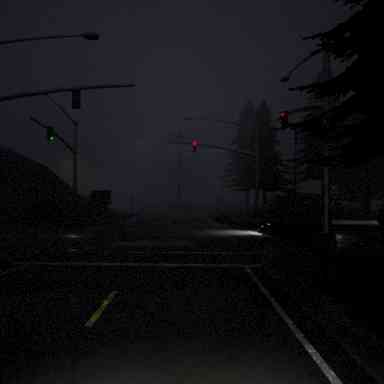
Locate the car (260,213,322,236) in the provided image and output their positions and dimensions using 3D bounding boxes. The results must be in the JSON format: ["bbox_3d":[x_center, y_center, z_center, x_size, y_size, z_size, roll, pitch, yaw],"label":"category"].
[{"bbox_3d":[6.456,2.017,21.138,4.181,1.385,1.994,1,-1,-3],"label":"car"}]
